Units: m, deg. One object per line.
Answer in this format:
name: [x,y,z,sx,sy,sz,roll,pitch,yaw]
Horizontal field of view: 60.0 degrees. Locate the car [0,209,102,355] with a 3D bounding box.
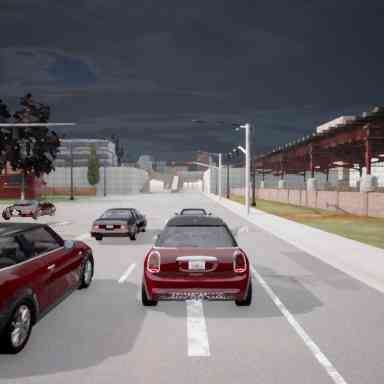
car: [-3.408,1.343,6.228,2.097,1.767,4.553,0,0,0]

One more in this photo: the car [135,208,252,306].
car: [0.085,1.337,8.159,2.097,1.767,4.553,0,0,0]

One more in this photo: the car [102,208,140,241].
car: [-3.431,1.488,16.420,2.033,1.411,5.357,0,0,0]

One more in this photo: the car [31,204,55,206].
car: [-10.540,1.073,21.851,1.994,1.385,4.181,0,1,0]

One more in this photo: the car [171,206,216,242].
car: [0.070,1.506,16.719,1.994,1.385,4.181,0,0,0]
